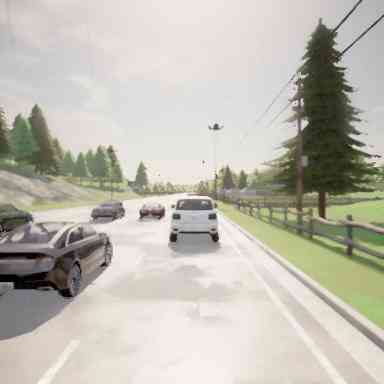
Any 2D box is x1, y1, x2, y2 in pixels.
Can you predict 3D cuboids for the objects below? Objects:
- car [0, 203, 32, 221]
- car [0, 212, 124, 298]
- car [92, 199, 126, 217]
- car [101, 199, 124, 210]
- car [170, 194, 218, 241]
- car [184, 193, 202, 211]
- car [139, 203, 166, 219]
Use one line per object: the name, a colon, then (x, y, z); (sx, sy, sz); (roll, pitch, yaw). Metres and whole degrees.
car: (-10.390, 1.353, 17.835); (2.097, 1.767, 4.553); (0, 0, 0)
car: (-3.394, 1.492, 8.486); (2.128, 1.511, 4.902); (0, 0, 0)
car: (-6.885, 1.547, 27.875); (2.033, 1.411, 5.357); (0, 0, 0)
car: (-10.377, 1.600, 43.668); (1.895, 1.301, 4.718); (0, 0, 0)
car: (0.109, 1.220, 16.787); (2.150, 2.045, 5.566); (0, 0, 0)
car: (0.124, 1.219, 42.750); (2.150, 2.045, 5.566); (0, 0, 0)
car: (-3.386, 1.600, 29.167); (1.895, 1.301, 4.718); (0, 0, 0)
